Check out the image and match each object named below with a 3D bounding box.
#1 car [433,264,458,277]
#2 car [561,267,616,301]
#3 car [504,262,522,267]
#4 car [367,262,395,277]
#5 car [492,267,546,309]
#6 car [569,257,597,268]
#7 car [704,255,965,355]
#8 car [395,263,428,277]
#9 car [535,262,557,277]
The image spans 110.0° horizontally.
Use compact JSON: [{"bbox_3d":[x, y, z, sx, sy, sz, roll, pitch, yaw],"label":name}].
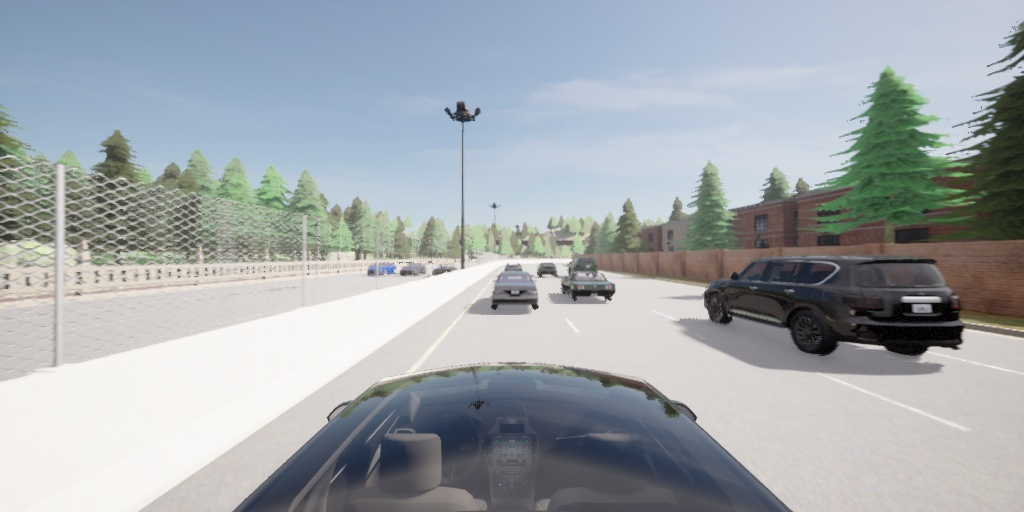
[{"bbox_3d":[-7.060,1.506,38.128,1.895,1.301,4.718,0,0,0],"label":"car"},{"bbox_3d":[3.615,1.421,17.896,1.895,1.301,4.718,0,0,0],"label":"car"},{"bbox_3d":[0.132,1.399,38.337,2.128,1.511,4.902,0,0,0],"label":"car"},{"bbox_3d":[-14.056,1.385,39.043,1.882,1.535,5.008,0,0,0],"label":"car"},{"bbox_3d":[0.113,1.356,15.317,2.033,1.411,5.357,0,0,0],"label":"car"},{"bbox_3d":[7.131,1.122,36.377,2.150,2.045,5.566,0,0,0],"label":"car"},{"bbox_3d":[7.107,1.005,8.894,2.150,2.045,5.566,0,0,0],"label":"car"},{"bbox_3d":[-10.559,1.455,38.910,2.033,1.411,5.357,0,0,0],"label":"car"},{"bbox_3d":[3.632,1.411,37.777,1.837,1.490,4.892,0,0,0],"label":"car"}]
